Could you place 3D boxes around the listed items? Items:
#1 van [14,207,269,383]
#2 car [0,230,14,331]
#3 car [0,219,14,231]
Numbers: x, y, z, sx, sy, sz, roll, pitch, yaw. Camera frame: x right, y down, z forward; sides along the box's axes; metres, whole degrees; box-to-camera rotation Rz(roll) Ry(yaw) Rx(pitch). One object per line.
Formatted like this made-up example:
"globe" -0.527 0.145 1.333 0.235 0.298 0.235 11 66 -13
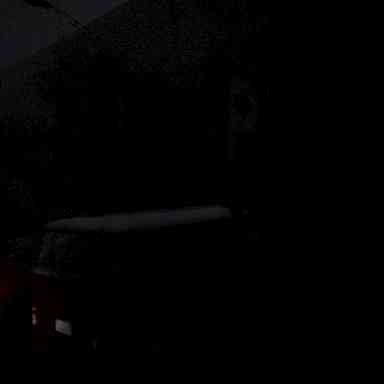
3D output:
"van" -0.222 1.285 5.583 1.878 1.987 4.442 -1 -1 35
"car" -2.537 1.586 7.126 2.163 1.488 4.792 -2 -1 35
"car" -4.860 1.626 8.746 2.097 1.535 5.008 -2 -1 35
